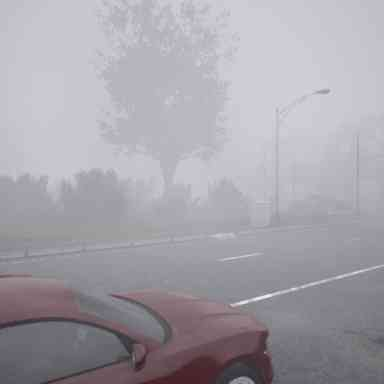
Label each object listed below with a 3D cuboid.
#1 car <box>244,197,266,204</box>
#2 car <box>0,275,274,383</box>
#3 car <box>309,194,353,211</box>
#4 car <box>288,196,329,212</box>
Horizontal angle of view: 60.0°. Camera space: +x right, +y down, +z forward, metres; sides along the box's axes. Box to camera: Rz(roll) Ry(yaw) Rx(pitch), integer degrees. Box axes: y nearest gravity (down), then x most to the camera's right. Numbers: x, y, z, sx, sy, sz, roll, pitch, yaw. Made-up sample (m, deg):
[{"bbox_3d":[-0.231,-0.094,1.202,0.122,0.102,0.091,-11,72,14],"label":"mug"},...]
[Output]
[{"bbox_3d":[9.915,1.509,51.146,1.812,1.442,4.674,0,0,-33],"label":"car"},{"bbox_3d":[-1.466,1.478,2.703,5.008,1.535,1.882,0,0,-35],"label":"car"},{"bbox_3d":[16.627,1.218,40.548,2.150,2.045,5.566,0,0,-32],"label":"car"},{"bbox_3d":[13.378,1.562,39.140,1.994,1.385,4.181,0,0,-32],"label":"car"}]
